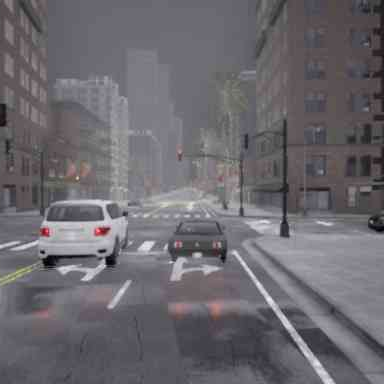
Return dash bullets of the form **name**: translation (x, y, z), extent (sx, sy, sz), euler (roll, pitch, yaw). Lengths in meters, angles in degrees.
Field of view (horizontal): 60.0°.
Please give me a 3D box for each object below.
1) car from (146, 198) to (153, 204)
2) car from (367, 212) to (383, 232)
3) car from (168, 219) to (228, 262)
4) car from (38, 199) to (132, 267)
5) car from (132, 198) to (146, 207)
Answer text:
- **car**: translation (-9.562, 1.844, 71.997), extent (1.895, 1.301, 4.718), euler (0, 0, 0)
- **car**: translation (13.014, 1.864, 20.239), extent (4.313, 1.339, 1.947), euler (0, 0, 0)
- **car**: translation (0.313, 1.661, 12.447), extent (1.895, 1.301, 4.718), euler (0, 0, 4)
- **car**: translation (-3.558, 1.278, 11.809), extent (2.150, 2.045, 5.566), euler (0, 0, -5)
- **car**: translation (-9.653, 1.818, 56.717), extent (2.033, 1.411, 5.357), euler (0, 0, 1)
